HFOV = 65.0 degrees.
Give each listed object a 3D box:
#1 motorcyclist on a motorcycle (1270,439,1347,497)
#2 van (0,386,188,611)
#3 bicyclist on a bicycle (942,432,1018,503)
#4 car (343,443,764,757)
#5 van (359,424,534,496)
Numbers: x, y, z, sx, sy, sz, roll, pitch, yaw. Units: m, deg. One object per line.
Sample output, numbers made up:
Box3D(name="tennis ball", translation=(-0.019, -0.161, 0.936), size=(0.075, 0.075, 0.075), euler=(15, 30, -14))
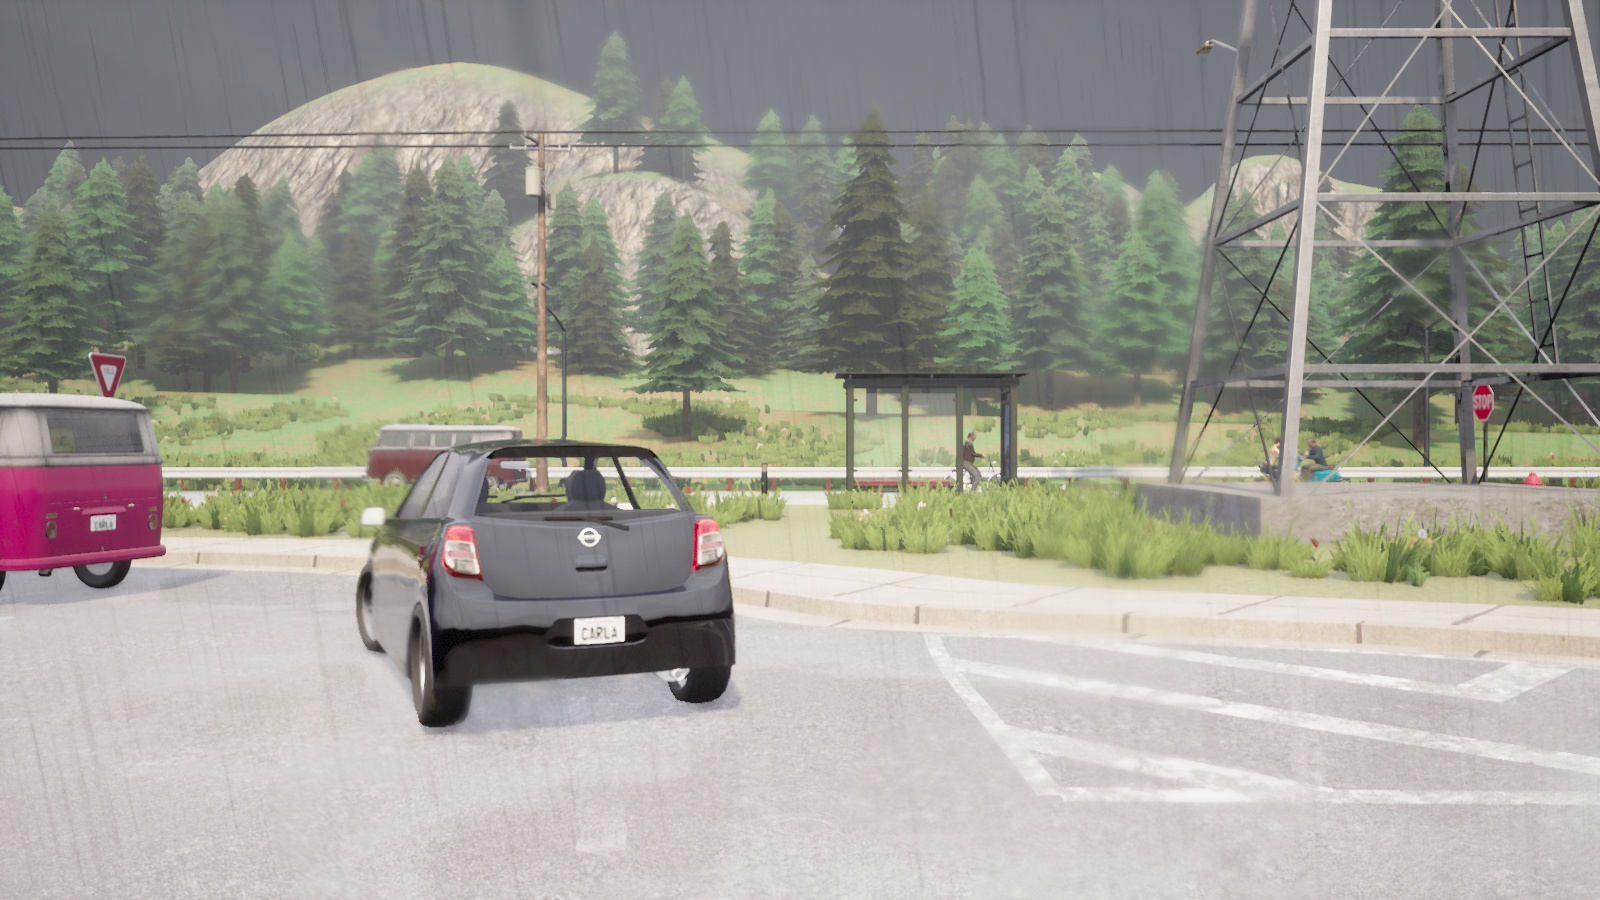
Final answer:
Box3D(name="motorcyclist on a motorcycle", translation=(14.180, 0.497, 35.053), size=(1.817, 1.590, 0.866), euler=(0, 1, 2))
Box3D(name="van", translation=(-8.610, 0.415, 12.534), size=(4.442, 1.987, 1.775), euler=(0, 0, 16))
Box3D(name="bicyclist on a bicycle", translation=(4.544, 0.426, 31.767), size=(1.843, 1.776, 0.659), euler=(0, 0, 1))
Box3D(name="car", translation=(-1.789, 0.709, 8.043), size=(1.845, 1.501, 3.633), euler=(0, 0, -25))
Box3D(name="van", translation=(-9.935, 0.274, 35.494), size=(4.442, 1.987, 1.775), euler=(0, 0, 1))
